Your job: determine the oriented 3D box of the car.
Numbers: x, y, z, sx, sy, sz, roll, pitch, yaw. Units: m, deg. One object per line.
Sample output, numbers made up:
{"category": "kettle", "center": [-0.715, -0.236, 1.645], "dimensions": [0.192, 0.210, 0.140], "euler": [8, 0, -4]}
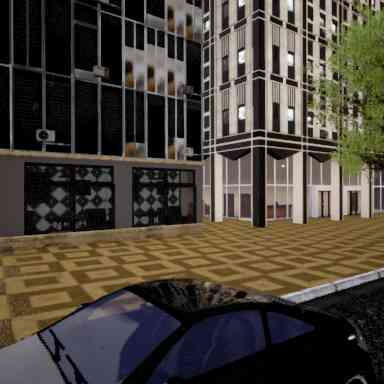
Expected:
{"category": "car", "center": [-0.256, 1.564, 2.884], "dimensions": [4.181, 1.385, 1.994], "euler": [0, 0, -35]}
